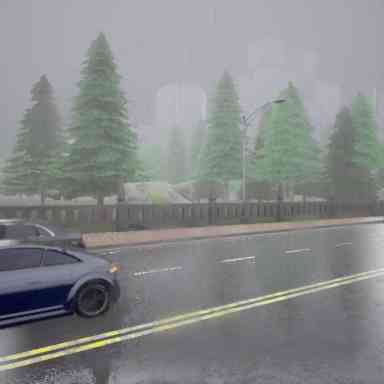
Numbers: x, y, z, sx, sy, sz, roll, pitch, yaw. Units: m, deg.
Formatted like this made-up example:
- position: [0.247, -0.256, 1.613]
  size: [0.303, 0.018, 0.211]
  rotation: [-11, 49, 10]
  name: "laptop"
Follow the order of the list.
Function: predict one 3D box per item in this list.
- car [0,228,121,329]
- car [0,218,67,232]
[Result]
- position: [-3.412, 1.564, 5.877]
  size: [4.181, 1.385, 1.994]
  rotation: [0, 0, -33]
  name: "car"
- position: [-5.366, 1.505, 8.885]
  size: [4.892, 1.490, 1.837]
  rotation: [0, 0, -32]
  name: "car"
